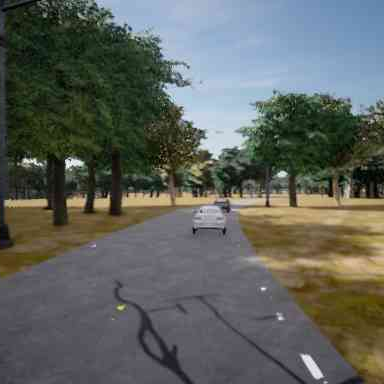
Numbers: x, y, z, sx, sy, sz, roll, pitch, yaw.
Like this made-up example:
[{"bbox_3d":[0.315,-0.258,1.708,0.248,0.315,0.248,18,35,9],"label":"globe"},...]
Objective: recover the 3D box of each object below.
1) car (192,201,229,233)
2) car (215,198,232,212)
[{"bbox_3d":[1.055,1.511,19.354,1.812,1.442,4.674,0,0,5],"label":"car"},{"bbox_3d":[3.457,1.441,37.850,2.128,1.511,4.902,0,0,9],"label":"car"}]
